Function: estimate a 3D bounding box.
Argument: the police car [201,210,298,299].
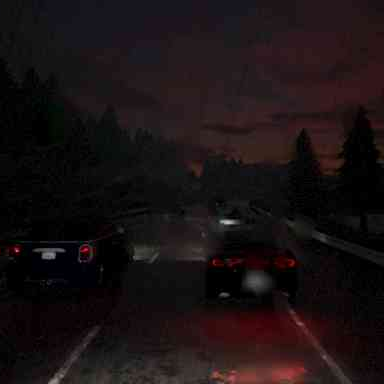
[{"bbox_3d":[1.294,1.505,8.836,1.930,1.638,5.238,0,-1,2],"label":"police car"}]

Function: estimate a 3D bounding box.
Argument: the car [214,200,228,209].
[{"bbox_3d":[4.926,2.058,56.692,2.033,1.411,5.357,0,-1,9],"label":"car"}]

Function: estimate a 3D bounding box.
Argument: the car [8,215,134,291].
[{"bbox_3d":[-3.081,1.449,9.475,2.097,1.767,4.553,0,-1,2],"label":"car"}]

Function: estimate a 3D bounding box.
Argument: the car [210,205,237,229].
[{"bbox_3d":[2.280,1.746,24.397,1.812,1.442,4.674,0,-1,5],"label":"car"}]

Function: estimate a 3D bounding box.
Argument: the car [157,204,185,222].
[{"bbox_3d":[-1.736,1.776,28.753,1.837,1.490,4.892,0,-1,5],"label":"car"}]

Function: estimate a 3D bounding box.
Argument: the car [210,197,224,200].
[{"bbox_3d":[3.317,1.617,43.704,2.150,2.045,5.566,0,-1,7],"label":"car"}]

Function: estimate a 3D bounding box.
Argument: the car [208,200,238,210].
[{"bbox_3d":[1.820,1.518,18.498,2.097,1.767,4.553,0,-1,4],"label":"car"}]
